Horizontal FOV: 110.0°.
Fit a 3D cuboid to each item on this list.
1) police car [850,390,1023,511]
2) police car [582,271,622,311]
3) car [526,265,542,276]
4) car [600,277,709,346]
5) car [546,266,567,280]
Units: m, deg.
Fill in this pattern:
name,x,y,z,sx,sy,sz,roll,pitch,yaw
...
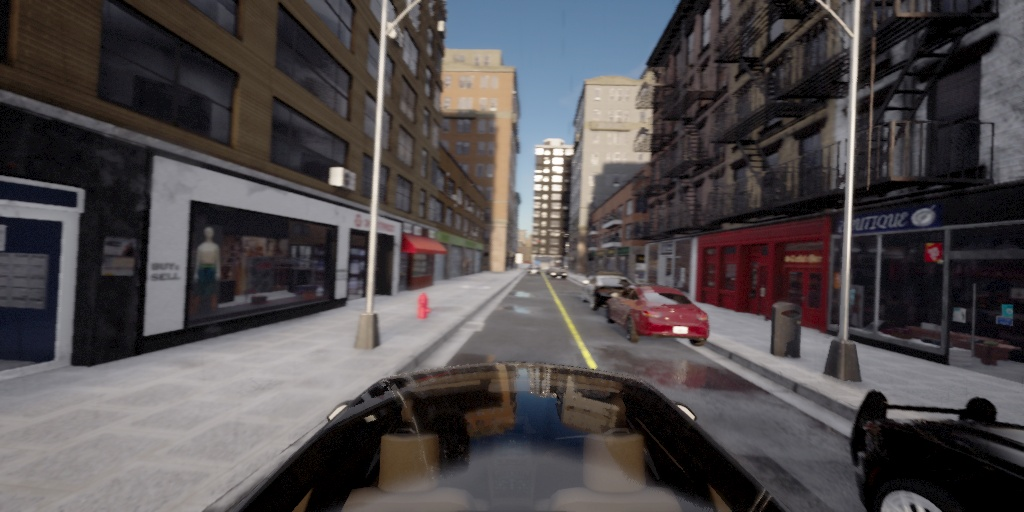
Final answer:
name,x,y,z,sx,sy,sz,roll,pitch,yaw
police car,3.374,1.323,0.657,1.930,1.638,5.238,3,-1,4
police car,4.440,1.558,16.620,1.930,1.638,5.238,3,-1,4
car,3.107,1.956,50.314,2.128,1.511,4.902,3,-1,4
car,4.028,1.568,10.523,1.812,1.442,4.674,3,-1,4
car,5.348,2.070,41.741,1.895,1.301,4.718,3,-1,4
